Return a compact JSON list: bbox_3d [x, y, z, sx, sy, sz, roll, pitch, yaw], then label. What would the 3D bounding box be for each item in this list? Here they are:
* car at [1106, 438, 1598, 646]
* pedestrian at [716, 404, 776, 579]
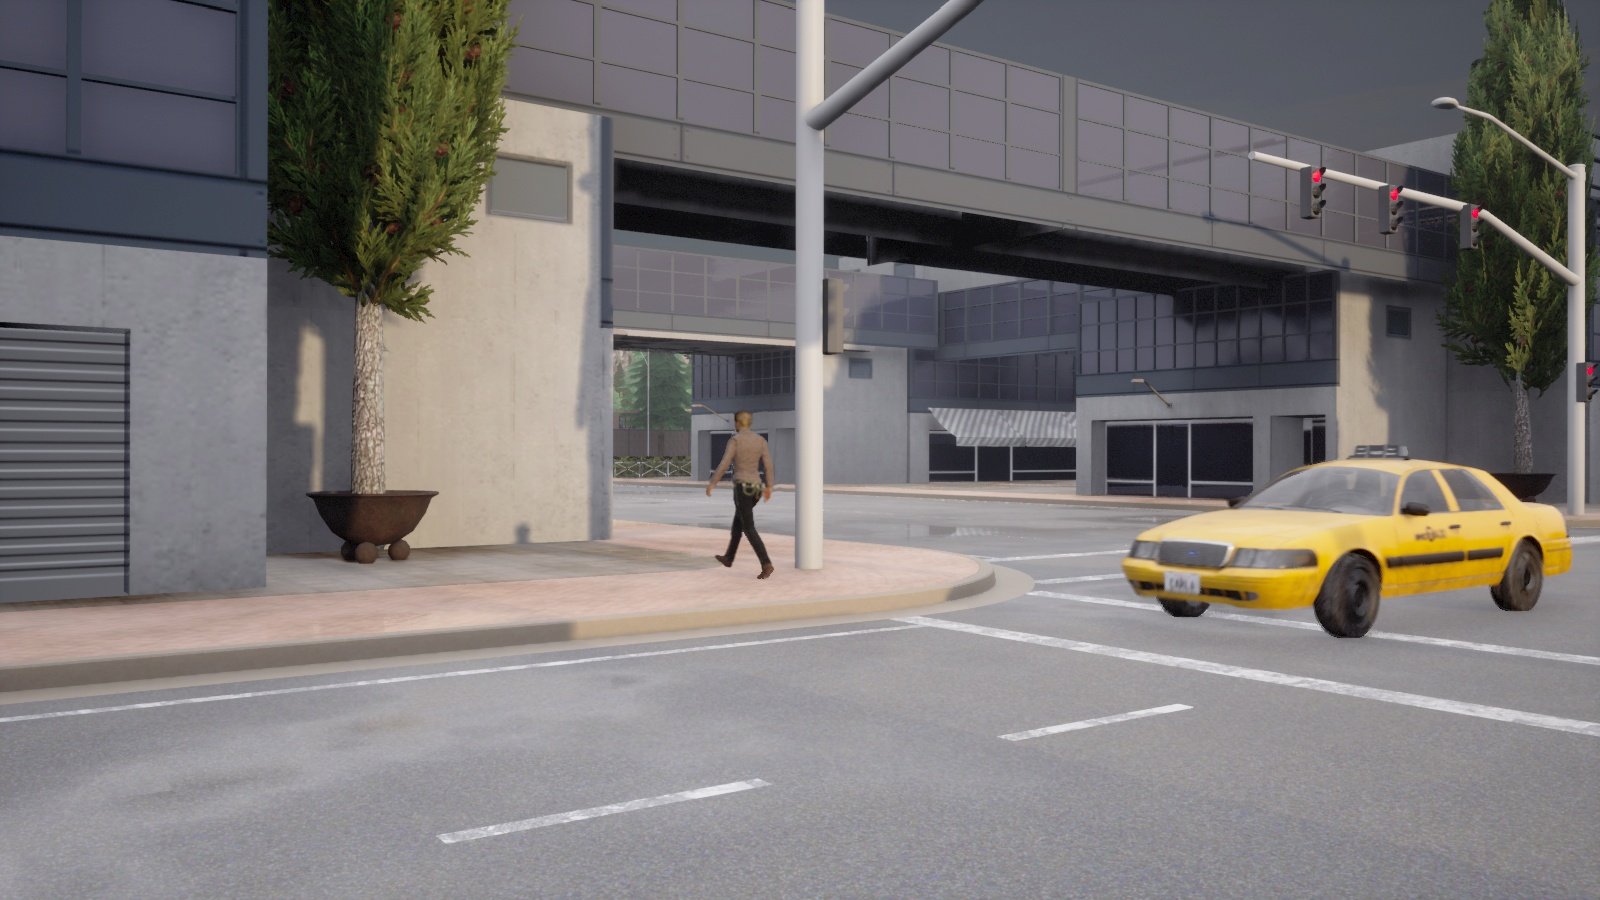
[{"bbox_3d":[5.374,0.701,11.838,5.366,1.575,1.801,0,0,-36],"label":"car"},{"bbox_3d":[-0.587,0.438,13.545,0.331,1.846,0.634,0,0,-39],"label":"pedestrian"}]
